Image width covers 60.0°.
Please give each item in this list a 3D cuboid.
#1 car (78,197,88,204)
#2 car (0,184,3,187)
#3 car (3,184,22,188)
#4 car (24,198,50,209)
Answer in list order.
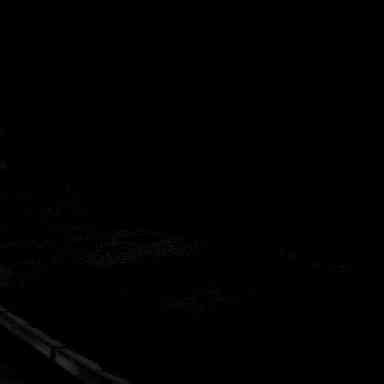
[{"bbox_3d":[-20.604,1.778,65.632,1.994,1.385,4.181,-5,-2,21],"label":"car"},{"bbox_3d":[-45.846,-1.538,74.664,2.185,1.767,4.553,-5,-3,17],"label":"car"},{"bbox_3d":[-44.320,-1.194,80.176,2.163,1.488,4.792,-4,-3,15],"label":"car"},{"bbox_3d":[-23.703,1.633,50.941,2.097,1.767,4.553,-4,0,4],"label":"car"}]
